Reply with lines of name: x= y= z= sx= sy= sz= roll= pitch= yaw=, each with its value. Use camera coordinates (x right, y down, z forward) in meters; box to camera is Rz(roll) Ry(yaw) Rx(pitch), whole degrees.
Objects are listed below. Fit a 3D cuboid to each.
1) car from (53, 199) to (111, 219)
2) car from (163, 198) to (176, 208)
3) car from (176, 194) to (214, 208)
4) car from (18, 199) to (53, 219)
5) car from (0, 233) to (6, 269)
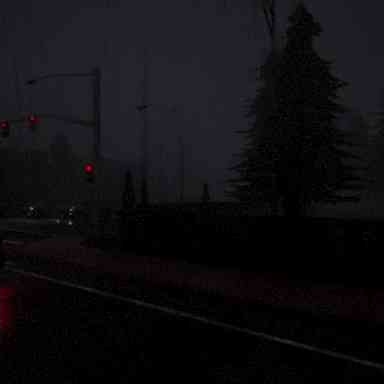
car: x=-9.442 y=1.416 z=29.471 sx=2.097 sy=1.767 sz=4.553 roll=0 pitch=0 yaw=36
car: x=-2.080 y=1.570 z=45.679 sx=2.128 sy=1.511 sz=4.902 roll=0 pitch=0 yaw=35
car: x=0.786 y=1.305 z=43.670 sx=2.150 sy=2.045 sz=5.566 roll=0 pitch=0 yaw=35
car: x=-13.206 y=1.425 z=30.221 sx=2.097 sy=1.767 sz=4.553 roll=0 pitch=0 yaw=36
car: x=-7.398 y=1.382 z=10.346 sx=2.097 sy=1.767 sz=4.553 roll=0 pitch=0 yaw=-41
